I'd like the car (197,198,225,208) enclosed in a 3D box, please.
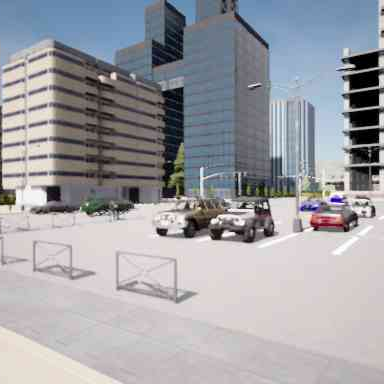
[{"bbox_3d":[3.108,1.714,52.966,2.033,1.411,5.357,0,0,34],"label":"car"}]

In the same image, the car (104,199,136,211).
[{"bbox_3d":[-9.974,1.772,46.320,1.994,1.385,4.181,0,0,35],"label":"car"}]

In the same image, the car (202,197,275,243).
[{"bbox_3d":[2.431,1.197,15.382,1.905,1.878,3.866,0,0,34],"label":"car"}]

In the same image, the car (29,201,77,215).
[{"bbox_3d":[-15.604,1.754,37.949,2.033,1.411,5.357,0,0,34],"label":"car"}]

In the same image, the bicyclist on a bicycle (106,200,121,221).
[{"bbox_3d":[-6.177,1.421,25.998,1.656,1.620,0.582,-1,0,34],"label":"bicyclist on a bicycle"}]

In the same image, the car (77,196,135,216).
[{"bbox_3d":[-8.876,1.385,35.061,2.150,2.045,5.566,0,0,34],"label":"car"}]

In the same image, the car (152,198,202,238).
[{"bbox_3d":[0.062,1.211,17.045,1.932,1.855,4.605,0,0,34],"label":"car"}]

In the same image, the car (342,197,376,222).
[{"bbox_3d":[14.441,1.422,28.350,1.970,1.475,3.806,0,0,34],"label":"car"}]

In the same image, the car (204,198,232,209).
[{"bbox_3d":[3.752,1.647,47.635,1.837,1.490,4.892,0,-1,34],"label":"car"}]

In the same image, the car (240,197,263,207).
[{"bbox_3d":[10.391,1.694,57.554,2.033,1.411,5.357,0,0,34],"label":"car"}]
